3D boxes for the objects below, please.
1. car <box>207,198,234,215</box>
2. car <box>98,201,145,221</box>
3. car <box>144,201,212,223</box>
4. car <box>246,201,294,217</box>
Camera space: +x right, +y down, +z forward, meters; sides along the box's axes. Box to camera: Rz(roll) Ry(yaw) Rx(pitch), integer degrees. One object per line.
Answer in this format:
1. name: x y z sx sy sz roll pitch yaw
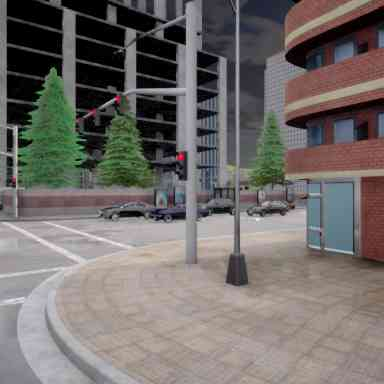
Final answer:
1. car: 2.202 1.407 32.889 4.553 1.767 2.097 0 0 -35
2. car: -5.285 1.547 27.596 4.902 1.511 2.128 0 0 -35
3. car: -1.023 1.656 26.323 4.718 1.301 1.895 0 0 -35
4. car: 7.360 1.581 32.243 4.674 1.442 1.812 0 0 -35
